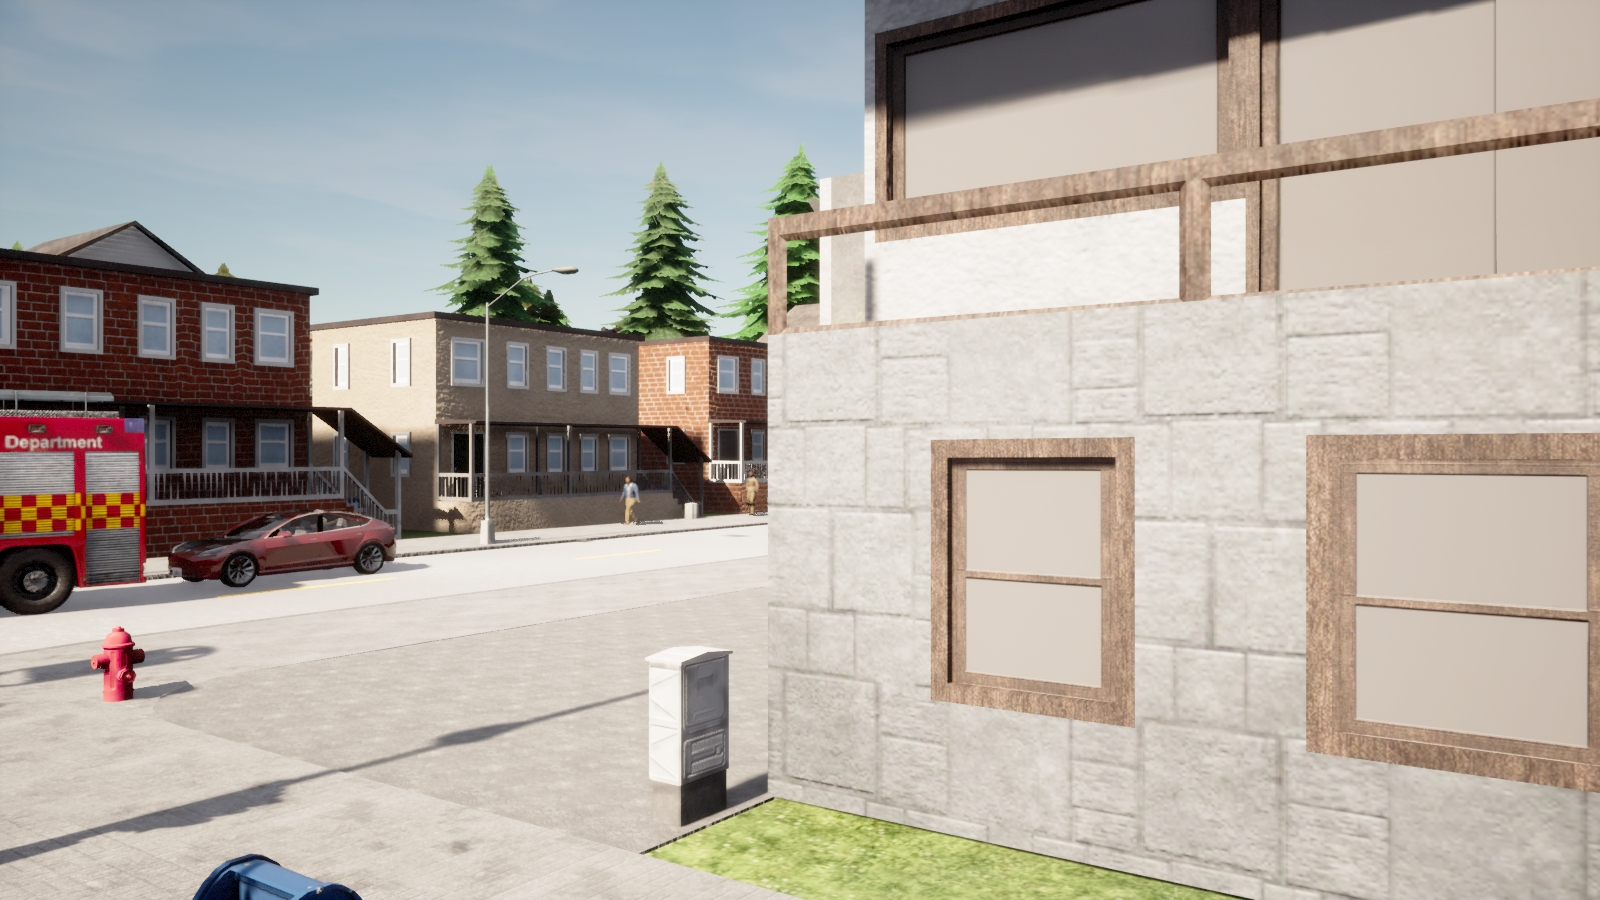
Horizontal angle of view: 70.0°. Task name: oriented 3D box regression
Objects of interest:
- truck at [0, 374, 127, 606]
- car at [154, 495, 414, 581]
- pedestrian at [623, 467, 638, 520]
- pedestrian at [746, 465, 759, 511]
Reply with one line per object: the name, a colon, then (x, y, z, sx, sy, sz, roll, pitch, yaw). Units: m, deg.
truck: (-15.898, 0.669, 18.158, 2.891, 3.827, 8.468, 0, 0, 44)
car: (-11.200, 1.843, 25.131, 2.163, 1.488, 4.792, 0, 0, 35)
pedestrian: (-6.002, 1.524, 40.529, 0.375, 1.860, 0.375, 0, 0, 35)
pedestrian: (-1.900, 1.524, 46.110, 0.375, 1.860, 0.375, 0, 0, 32)
